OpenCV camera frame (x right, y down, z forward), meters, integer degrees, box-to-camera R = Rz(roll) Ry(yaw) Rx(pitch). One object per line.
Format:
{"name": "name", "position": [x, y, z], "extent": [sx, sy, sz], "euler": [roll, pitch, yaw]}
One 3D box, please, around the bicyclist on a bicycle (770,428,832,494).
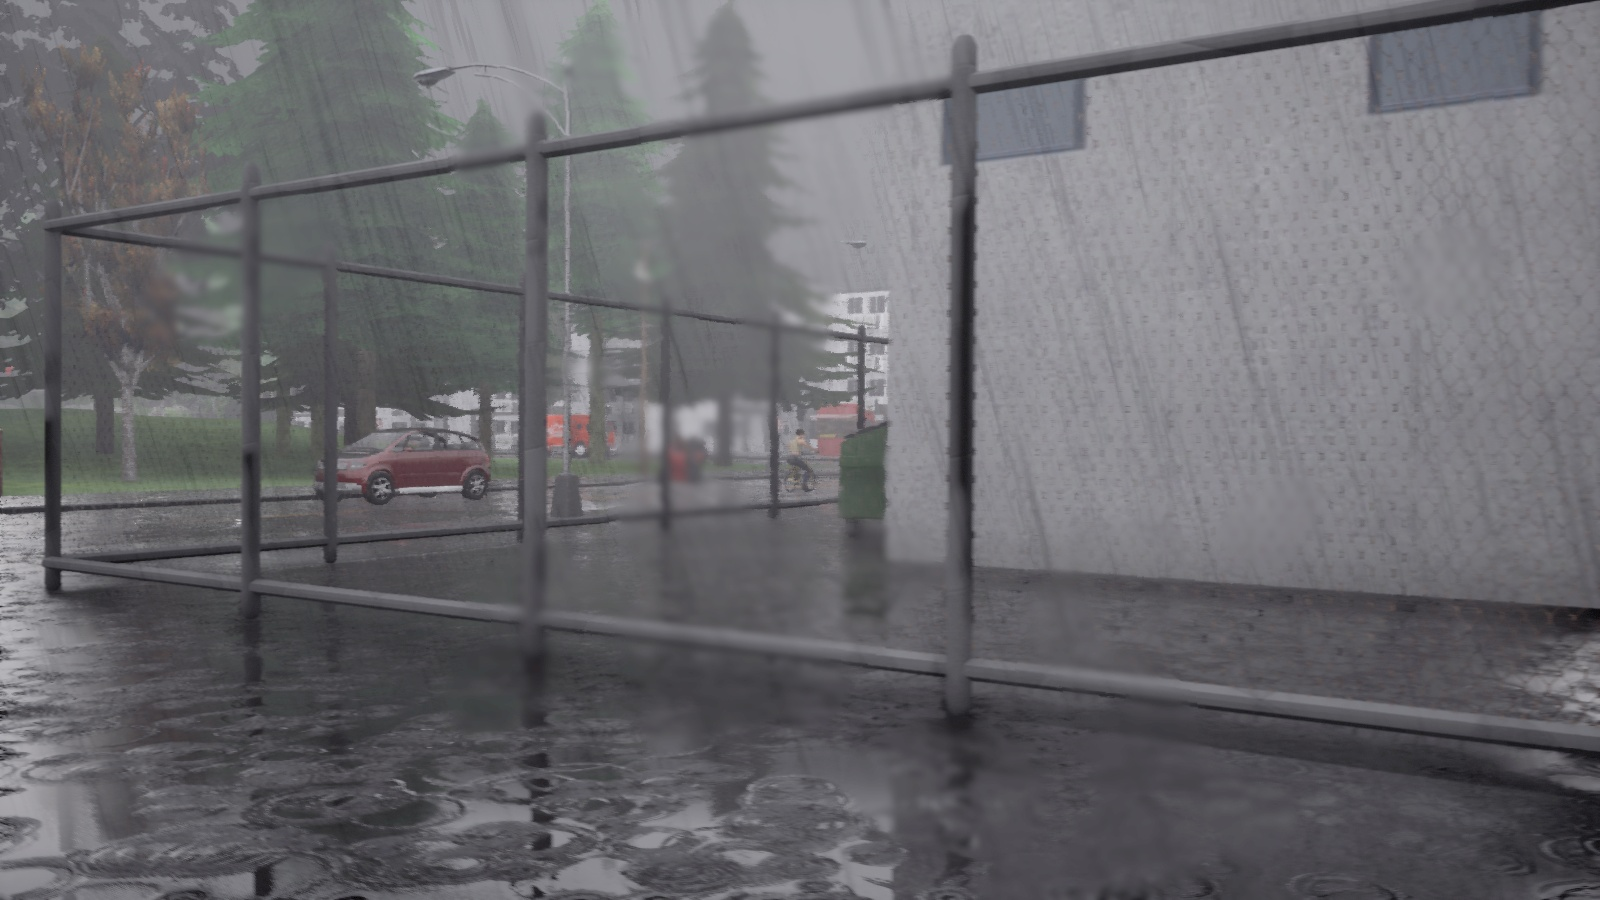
{"name": "bicyclist on a bicycle", "position": [0.036, 0.260, 31.873], "extent": [0.866, 1.612, 1.509], "euler": [0, 1, 32]}

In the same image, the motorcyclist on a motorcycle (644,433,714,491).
{"name": "motorcyclist on a motorcycle", "position": [-3.278, 0.312, 34.129], "extent": [0.797, 1.523, 2.044], "euler": [0, 1, 32]}

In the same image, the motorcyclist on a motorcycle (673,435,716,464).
{"name": "motorcyclist on a motorcycle", "position": [-5.611, -0.024, 66.497], "extent": [2.191, 1.530, 0.866], "euler": [0, 1, 33]}

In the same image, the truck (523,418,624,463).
{"name": "truck", "position": [-12.839, -0.524, 71.083], "extent": [5.204, 2.467, 2.627], "euler": [0, 1, 33]}

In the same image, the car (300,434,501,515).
{"name": "car", "position": [-8.281, 0.461, 26.290], "extent": [1.789, 1.549, 3.705], "euler": [0, 1, 32]}

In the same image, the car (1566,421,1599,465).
{"name": "car", "position": [31.805, -0.278, 47.434], "extent": [4.856, 1.649, 2.033], "euler": [0, 1, 32]}
